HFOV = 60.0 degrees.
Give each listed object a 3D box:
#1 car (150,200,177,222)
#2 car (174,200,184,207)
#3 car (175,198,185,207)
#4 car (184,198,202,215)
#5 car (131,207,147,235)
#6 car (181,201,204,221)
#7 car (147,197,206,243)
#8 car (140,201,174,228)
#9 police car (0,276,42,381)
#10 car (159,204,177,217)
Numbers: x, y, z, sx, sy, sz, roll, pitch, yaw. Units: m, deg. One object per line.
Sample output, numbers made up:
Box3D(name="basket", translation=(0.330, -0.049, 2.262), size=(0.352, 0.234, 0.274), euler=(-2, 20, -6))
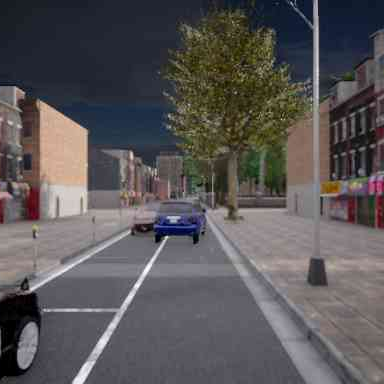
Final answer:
Box3D(name="car", translation=(-2.655, 1.737, 31.878), size=(2.192, 1.841, 5.009), euler=(0, -1, 0))
Box3D(name="car", translation=(-2.693, 2.466, 69.868), size=(1.752, 1.417, 4.829), euler=(0, -1, 0))
Box3D(name="car", translation=(-2.700, 2.330, 75.308), size=(2.192, 1.841, 5.009), euler=(0, -1, 0))
Box3D(name="car", translation=(0.072, 1.785, 42.345), size=(2.150, 2.045, 5.566), euler=(0, -1, -1))
Box3D(name="car", translation=(-2.648, 1.817, 20.652), size=(1.887, 1.381, 4.507), euler=(0, -1, 0))
Box3D(name="car", translation=(0.073, 1.778, 32.203), size=(2.097, 1.767, 4.553), euler=(0, -1, 0))
Box3D(name="car", translation=(-0.521, 1.456, 17.774), size=(2.150, 2.045, 5.566), euler=(0, -1, 7))
Box3D(name="car", translation=(-2.651, 1.662, 26.266), size=(2.192, 1.841, 5.009), euler=(0, -1, 0))
Box3D(name="police car", translation=(-3.009, 1.463, 2.764), size=(1.930, 1.638, 5.238), euler=(0, -1, 0))
Box3D(name="car", translation=(-2.659, 2.079, 37.486), size=(1.802, 1.307, 4.206), euler=(0, -1, 0))
